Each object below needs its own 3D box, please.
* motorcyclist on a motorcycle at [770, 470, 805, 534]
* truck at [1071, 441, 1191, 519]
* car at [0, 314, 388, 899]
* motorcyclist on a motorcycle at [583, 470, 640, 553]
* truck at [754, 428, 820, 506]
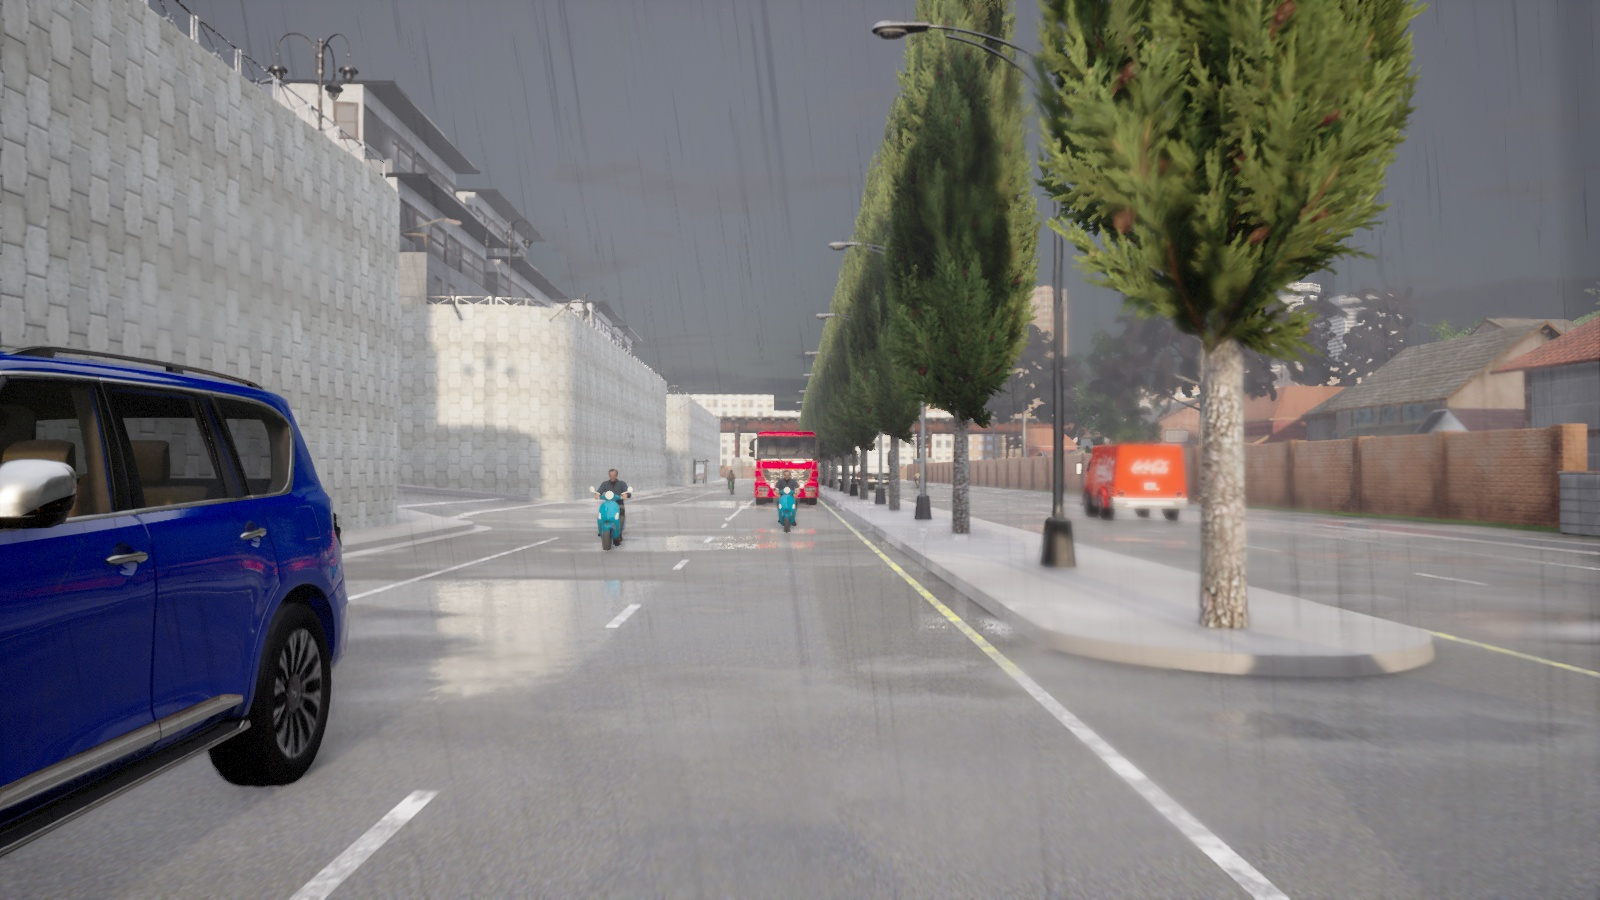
[{"bbox_3d":[-0.326,1.305,32.177,0.866,1.590,1.817,0,-1,-1],"label":"motorcyclist on a motorcycle"},{"bbox_3d":[11.061,0.990,42.437,2.627,2.467,5.204,0,-1,-1],"label":"truck"},{"bbox_3d":[-3.524,0.627,4.755,2.150,2.045,5.566,0,-1,-1],"label":"car"},{"bbox_3d":[-3.728,1.199,25.028,0.866,1.590,1.817,0,-1,0],"label":"motorcyclist on a motorcycle"},{"bbox_3d":[-0.632,0.825,59.455,2.891,3.462,7.936,0,-1,-1],"label":"truck"}]
